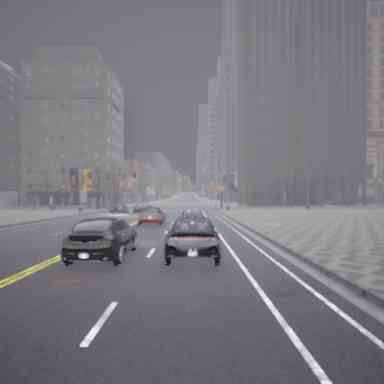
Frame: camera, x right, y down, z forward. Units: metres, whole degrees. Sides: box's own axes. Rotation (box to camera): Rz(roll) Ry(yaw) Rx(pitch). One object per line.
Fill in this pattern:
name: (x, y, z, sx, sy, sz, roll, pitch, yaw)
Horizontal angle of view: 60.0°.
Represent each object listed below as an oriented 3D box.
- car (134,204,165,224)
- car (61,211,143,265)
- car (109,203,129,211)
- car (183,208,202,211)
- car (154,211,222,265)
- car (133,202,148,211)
car: (-3.216, 1.953, 27.581, 1.994, 1.385, 4.181, 0, -1, 0)
car: (-3.213, 1.673, 12.338, 1.837, 1.490, 4.892, 0, 0, 0)
car: (-9.819, 2.214, 44.899, 1.994, 1.385, 4.181, 0, -1, 1)
car: (0.025, 1.976, 26.701, 1.895, 1.301, 4.718, 0, -1, 0)
car: (0.037, 1.659, 12.309, 2.128, 1.511, 4.902, 0, -1, 0)
car: (-6.577, 2.112, 43.953, 1.882, 1.535, 5.008, 0, -1, 0)
